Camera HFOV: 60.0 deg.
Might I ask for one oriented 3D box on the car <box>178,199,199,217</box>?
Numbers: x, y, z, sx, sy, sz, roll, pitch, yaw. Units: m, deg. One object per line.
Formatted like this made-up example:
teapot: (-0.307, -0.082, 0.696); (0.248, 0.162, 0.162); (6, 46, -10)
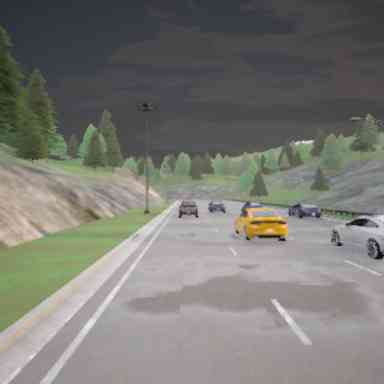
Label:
car: (-0.368, 1.713, 33.733); (2.128, 1.511, 4.902); (0, 0, -1)

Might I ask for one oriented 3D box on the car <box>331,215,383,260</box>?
car: (6.997, 1.587, 12.551); (1.812, 1.442, 4.674); (0, 0, -1)

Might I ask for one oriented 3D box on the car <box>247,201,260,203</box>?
car: (6.598, 1.738, 35.720); (1.812, 1.442, 4.674); (0, 0, -1)

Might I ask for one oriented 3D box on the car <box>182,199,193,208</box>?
car: (-0.732, 1.892, 55.883); (1.812, 1.442, 4.674); (0, -1, -1)

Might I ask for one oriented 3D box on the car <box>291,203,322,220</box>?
car: (10.192, 1.692, 30.317); (1.812, 1.442, 4.674); (0, 0, -1)

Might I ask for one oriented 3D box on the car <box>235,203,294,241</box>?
car: (3.424, 1.580, 17.240); (1.882, 1.535, 5.008); (0, 0, -1)

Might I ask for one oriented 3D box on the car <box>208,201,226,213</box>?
car: (3.010, 1.784, 41.109); (1.812, 1.442, 4.674); (0, 0, -1)
